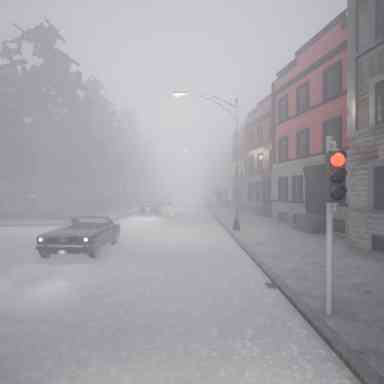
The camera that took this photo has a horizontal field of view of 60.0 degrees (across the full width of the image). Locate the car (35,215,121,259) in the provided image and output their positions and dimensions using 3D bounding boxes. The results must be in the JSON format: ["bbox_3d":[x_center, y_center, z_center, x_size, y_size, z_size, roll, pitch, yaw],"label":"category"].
[{"bbox_3d":[-4.106,1.600,12.745,1.895,1.301,4.718,0,0,0],"label":"car"}]

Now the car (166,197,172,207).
[{"bbox_3d":[-4.121,1.544,52.739,2.033,1.411,5.357,0,0,0],"label":"car"}]

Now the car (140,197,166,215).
[{"bbox_3d":[-4.116,1.489,33.760,2.128,1.511,4.902,0,0,0],"label":"car"}]
